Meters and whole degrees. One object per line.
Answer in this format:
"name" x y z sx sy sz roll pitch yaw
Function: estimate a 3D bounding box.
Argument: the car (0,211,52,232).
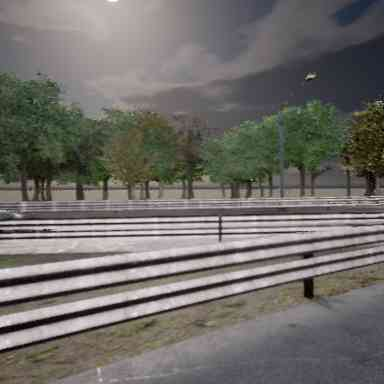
"car" -9.913 1.723 18.116 4.181 1.385 1.994 -1 1 -4
